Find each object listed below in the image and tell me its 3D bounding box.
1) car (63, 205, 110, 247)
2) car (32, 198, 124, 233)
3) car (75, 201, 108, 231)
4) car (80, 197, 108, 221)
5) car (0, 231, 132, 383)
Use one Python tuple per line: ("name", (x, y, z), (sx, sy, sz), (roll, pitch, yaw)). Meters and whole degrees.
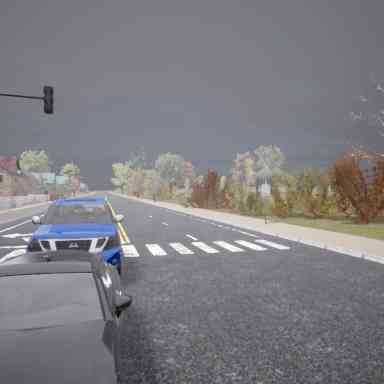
("car", (-4.985, 1.498, 16.115), (1.837, 1.490, 4.892), (0, 0, -15))
("car", (-3.350, 1.218, 10.036), (2.150, 2.045, 5.566), (0, 0, -15))
("car", (-6.531, 1.468, 21.866), (1.882, 1.535, 5.008), (0, 0, -15))
("car", (-8.069, 1.337, 27.605), (2.097, 1.767, 4.553), (0, 0, -15))
("car", (-1.734, 1.524, 3.941), (1.812, 1.442, 4.674), (0, 0, -13))
